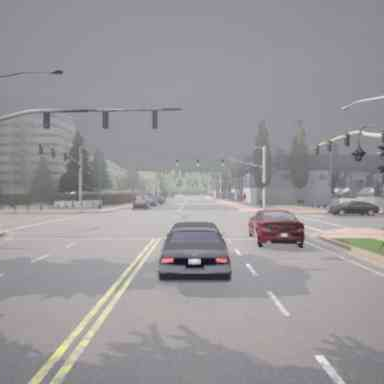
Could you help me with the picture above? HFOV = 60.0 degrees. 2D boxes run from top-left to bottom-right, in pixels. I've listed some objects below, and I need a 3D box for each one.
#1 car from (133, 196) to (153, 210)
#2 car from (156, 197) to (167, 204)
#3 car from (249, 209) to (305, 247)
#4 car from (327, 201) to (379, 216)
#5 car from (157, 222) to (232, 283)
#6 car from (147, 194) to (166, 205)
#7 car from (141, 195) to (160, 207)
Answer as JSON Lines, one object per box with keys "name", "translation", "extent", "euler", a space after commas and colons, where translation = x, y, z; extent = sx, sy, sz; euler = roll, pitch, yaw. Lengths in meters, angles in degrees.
{"name": "car", "translation": [-7.043, 1.674, 46.532], "extent": [1.882, 1.535, 5.008], "euler": [0, 0, 0]}
{"name": "car", "translation": [-6.942, 1.863, 76.622], "extent": [2.033, 1.411, 5.357], "euler": [0, 0, 0]}
{"name": "car", "translation": [3.767, 1.543, 15.416], "extent": [1.882, 1.535, 5.008], "euler": [0, 0, 4]}
{"name": "car", "translation": [16.210, 1.646, 33.611], "extent": [4.892, 1.490, 1.837], "euler": [0, 0, -1]}
{"name": "car", "translation": [0.078, 1.590, 9.846], "extent": [2.033, 1.411, 5.357], "euler": [0, 0, 0]}
{"name": "car", "translation": [-6.962, 1.500, 66.008], "extent": [2.150, 2.045, 5.566], "euler": [0, 0, 0]}
{"name": "car", "translation": [-7.021, 1.714, 56.108], "extent": [1.882, 1.535, 5.008], "euler": [0, 0, 0]}
